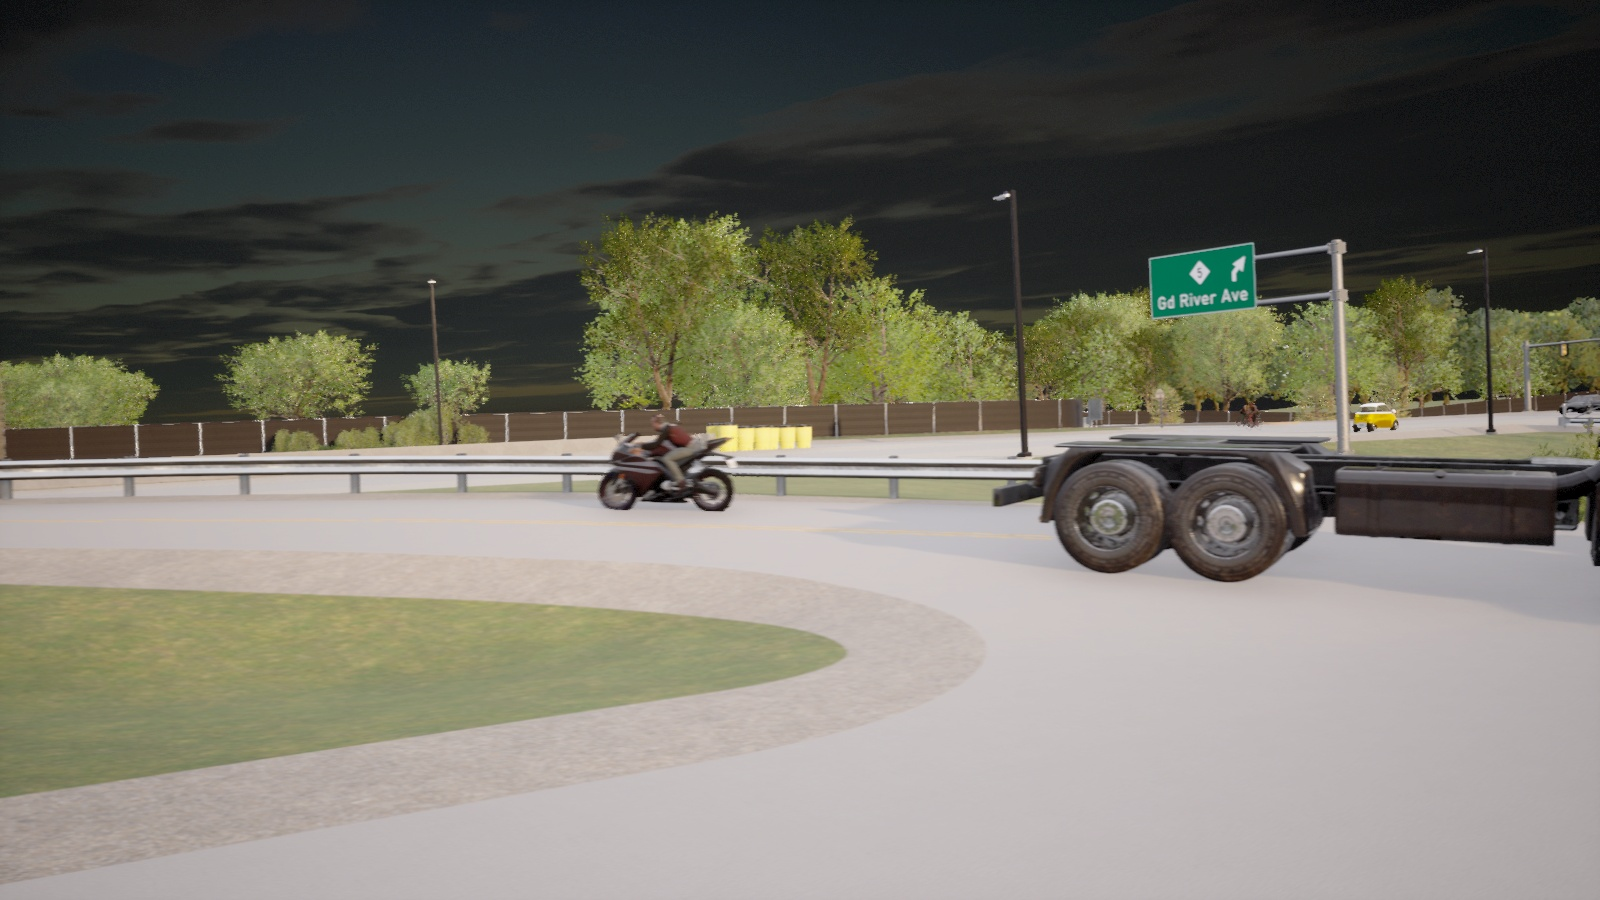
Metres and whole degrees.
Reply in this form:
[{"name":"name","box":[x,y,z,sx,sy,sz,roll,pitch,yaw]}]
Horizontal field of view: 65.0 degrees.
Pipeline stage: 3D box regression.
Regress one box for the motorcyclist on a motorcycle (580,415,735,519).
[{"name":"motorcyclist on a motorcycle","box":[-2.185,0.244,19.395,2.191,1.530,0.866,0,3,14]}]

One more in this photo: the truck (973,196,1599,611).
[{"name":"truck","box":[5.994,-0.485,12.555,7.936,3.462,2.891,1,4,31]}]

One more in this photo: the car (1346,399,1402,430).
[{"name":"car","box":[27.386,-1.678,59.946,2.207,1.376,1.481,-4,2,-36]}]
